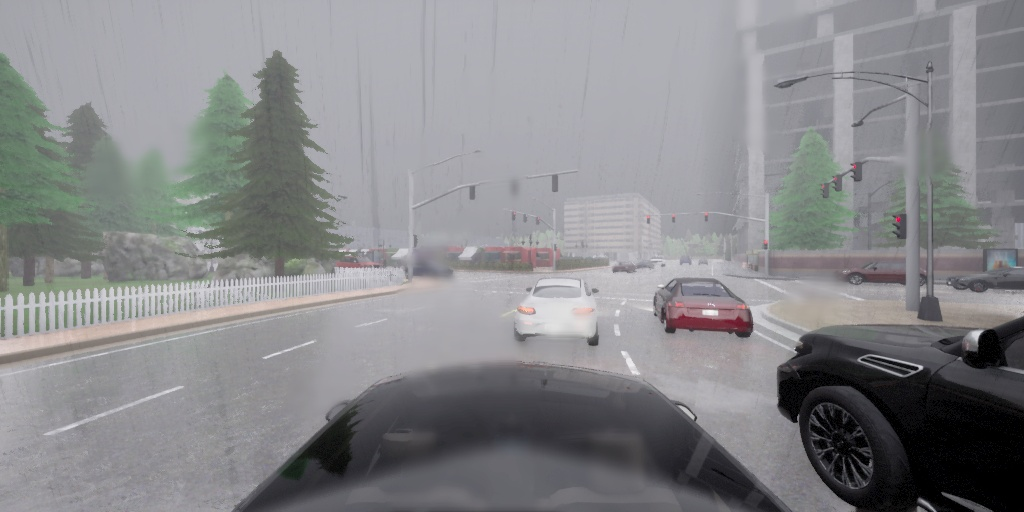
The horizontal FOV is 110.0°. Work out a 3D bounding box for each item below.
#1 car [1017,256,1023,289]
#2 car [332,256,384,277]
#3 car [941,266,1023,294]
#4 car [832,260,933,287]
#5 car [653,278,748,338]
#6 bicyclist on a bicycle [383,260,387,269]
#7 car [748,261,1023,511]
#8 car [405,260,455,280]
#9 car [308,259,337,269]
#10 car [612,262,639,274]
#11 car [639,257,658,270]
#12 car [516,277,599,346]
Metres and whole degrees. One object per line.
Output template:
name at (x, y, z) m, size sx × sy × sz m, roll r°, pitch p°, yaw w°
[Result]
car at (34.261, 1.027, 20.651) m, size 5.566 × 2.045 × 2.150 m, roll 0°, pitch 0°, yaw 30°
car at (-15.646, 1.027, 36.692) m, size 5.566 × 2.045 × 2.150 m, roll 0°, pitch 0°, yaw 30°
car at (28.011, 1.331, 20.151) m, size 4.674 × 1.442 × 1.812 m, roll 0°, pitch 0°, yaw 29°
car at (25.926, 1.157, 25.385) m, size 4.553 × 1.767 × 2.097 m, roll 0°, pitch 0°, yaw 30°
car at (5.301, 1.314, 10.427) m, size 1.994 × 1.385 × 4.181 m, roll 0°, pitch 0°, yaw 17°
bicyclist on a bicycle at (-15.714, 1.258, 44.291) m, size 0.582 × 1.620 × 1.656 m, roll 0°, pitch 0°, yaw -22°
car at (3.737, 0.971, 1.199) m, size 2.150 × 2.045 × 5.566 m, roll 0°, pitch 0°, yaw 0°
car at (-7.306, 1.157, 31.952) m, size 4.553 × 1.767 × 2.097 m, roll 0°, pitch 0°, yaw 30°
car at (-30.330, 1.311, 57.336) m, size 4.892 × 1.490 × 1.837 m, roll 0°, pitch 0°, yaw 30°
car at (12.903, 1.353, 41.228) m, size 1.895 × 1.301 × 4.718 m, roll 0°, pitch 0°, yaw 29°
car at (20.245, 1.298, 54.357) m, size 2.033 × 1.411 × 5.357 m, roll 0°, pitch 0°, yaw 29°
car at (1.279, 1.276, 9.421) m, size 1.812 × 1.442 × 4.674 m, roll 0°, pitch 0°, yaw 11°
